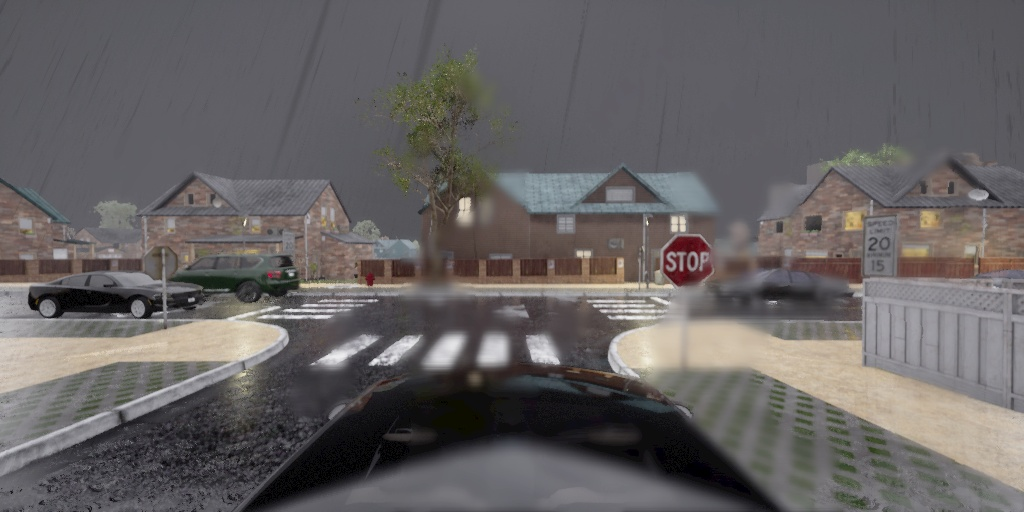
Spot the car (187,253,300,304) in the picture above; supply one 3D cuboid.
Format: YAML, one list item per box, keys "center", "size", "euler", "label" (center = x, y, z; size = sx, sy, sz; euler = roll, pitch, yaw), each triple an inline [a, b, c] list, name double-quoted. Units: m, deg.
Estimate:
- center: [-12.390, 0.914, 15.706]
  size: [5.566, 2.045, 2.150]
  euler: [0, 1, -1]
  label: "car"

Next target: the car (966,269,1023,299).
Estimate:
- center: [21.101, 1.259, 15.038]
  size: [4.181, 1.385, 1.994]
  euler: [0, 1, 0]
  label: "car"

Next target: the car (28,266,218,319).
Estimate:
- center: [-13.593, 1.250, 12.497]
  size: [5.008, 1.535, 1.882]
  euler: [0, 1, 2]
  label: "car"

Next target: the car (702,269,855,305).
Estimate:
- center: [11.080, 1.245, 15.109]
  size: [5.357, 1.411, 2.033]
  euler: [0, 1, 1]
  label: "car"
